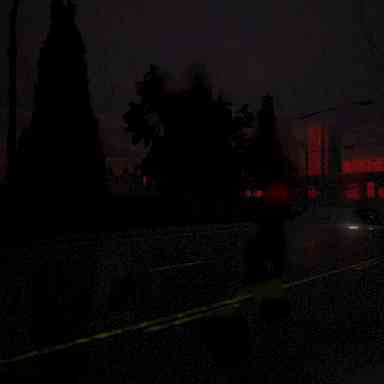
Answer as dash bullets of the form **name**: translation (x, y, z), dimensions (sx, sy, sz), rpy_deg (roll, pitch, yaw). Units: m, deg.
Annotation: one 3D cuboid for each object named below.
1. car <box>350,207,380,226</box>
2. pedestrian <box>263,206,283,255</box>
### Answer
- **car**: translation (15.368, 2.055, 29.472), dimensions (1.882, 1.535, 5.008), rpy_deg (0, -1, 36)
- **pedestrian**: translation (3.006, 1.369, 12.343), dimensions (0.375, 1.860, 0.375), rpy_deg (0, -1, -41)
